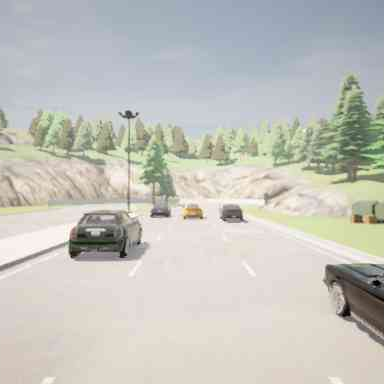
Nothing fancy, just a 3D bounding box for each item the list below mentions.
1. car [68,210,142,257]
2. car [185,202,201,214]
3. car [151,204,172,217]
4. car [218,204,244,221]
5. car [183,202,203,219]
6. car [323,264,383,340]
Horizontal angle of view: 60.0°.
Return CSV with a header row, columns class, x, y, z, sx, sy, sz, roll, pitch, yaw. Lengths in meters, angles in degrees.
class,x,y,z,sx,sy,sz,roll,pitch,yaw
car,-3.396,1.517,13.858,2.097,1.767,4.553,0,-1,0
car,0.155,2.060,43.354,2.033,1.411,5.357,0,-1,1
car,-3.388,2.000,36.797,1.994,1.385,4.181,0,-1,0
car,3.607,1.871,30.874,1.837,1.490,4.892,0,0,0
car,0.104,1.872,33.336,1.882,1.535,5.008,0,-1,0
car,3.601,1.657,4.687,1.895,1.301,4.718,0,-1,0
